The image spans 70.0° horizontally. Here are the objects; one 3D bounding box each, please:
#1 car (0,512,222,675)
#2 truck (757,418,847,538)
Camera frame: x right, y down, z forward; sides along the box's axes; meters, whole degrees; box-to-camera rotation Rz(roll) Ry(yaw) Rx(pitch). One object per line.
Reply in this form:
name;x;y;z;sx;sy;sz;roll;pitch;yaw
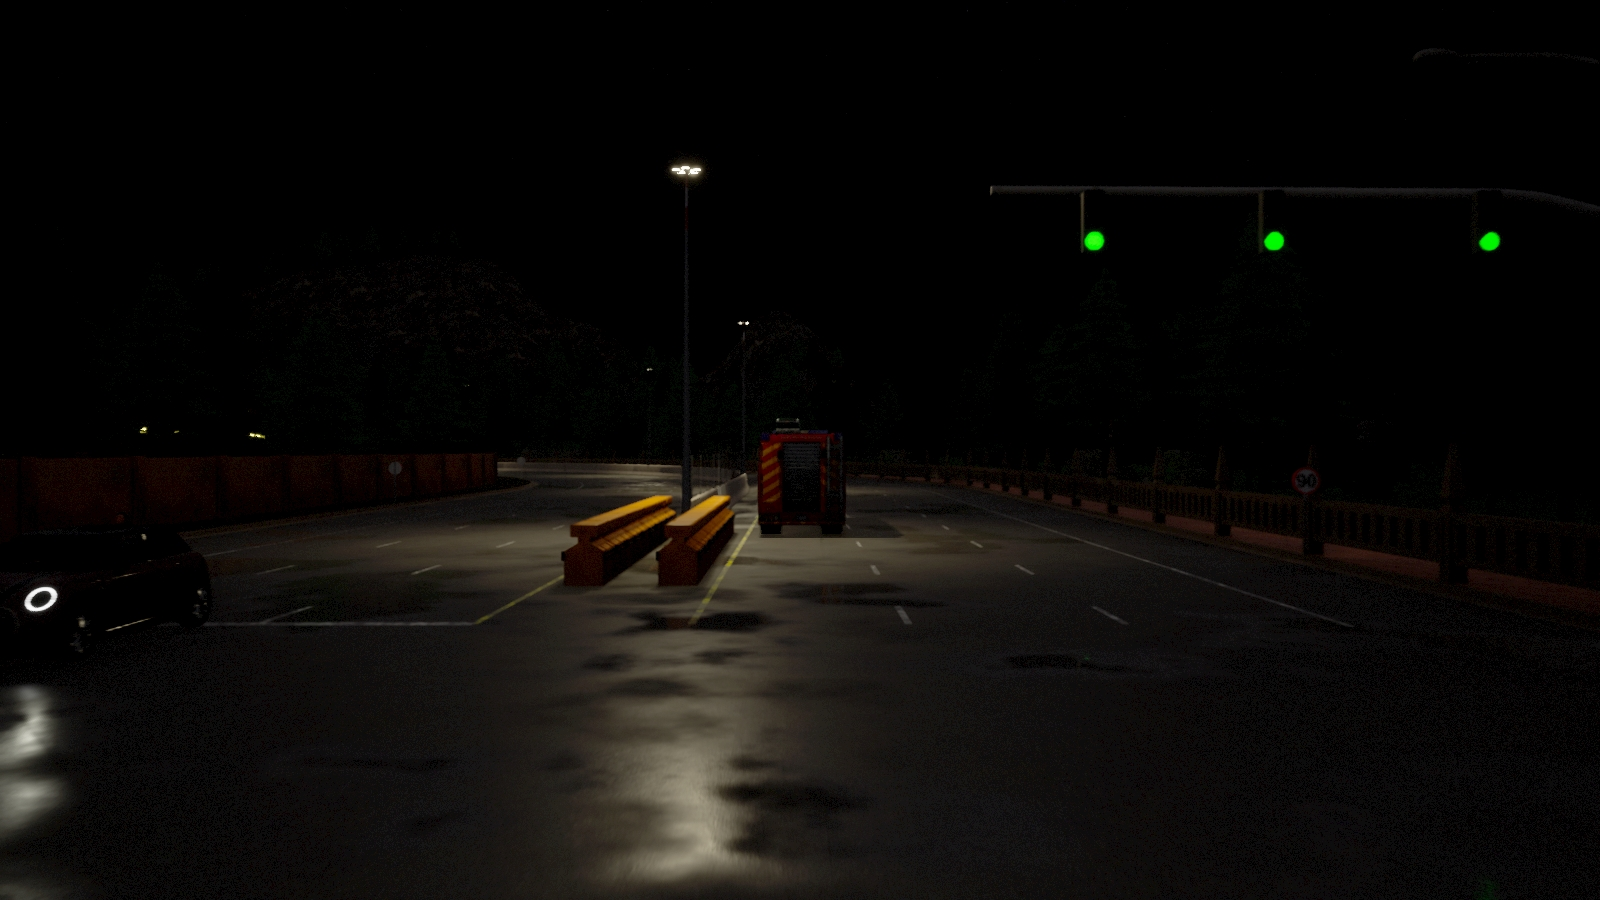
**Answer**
car;-10.520;1.905;16.448;2.097;1.767;4.553;0;0;0
truck;0.034;0.889;40.807;2.891;3.827;8.468;0;0;0
